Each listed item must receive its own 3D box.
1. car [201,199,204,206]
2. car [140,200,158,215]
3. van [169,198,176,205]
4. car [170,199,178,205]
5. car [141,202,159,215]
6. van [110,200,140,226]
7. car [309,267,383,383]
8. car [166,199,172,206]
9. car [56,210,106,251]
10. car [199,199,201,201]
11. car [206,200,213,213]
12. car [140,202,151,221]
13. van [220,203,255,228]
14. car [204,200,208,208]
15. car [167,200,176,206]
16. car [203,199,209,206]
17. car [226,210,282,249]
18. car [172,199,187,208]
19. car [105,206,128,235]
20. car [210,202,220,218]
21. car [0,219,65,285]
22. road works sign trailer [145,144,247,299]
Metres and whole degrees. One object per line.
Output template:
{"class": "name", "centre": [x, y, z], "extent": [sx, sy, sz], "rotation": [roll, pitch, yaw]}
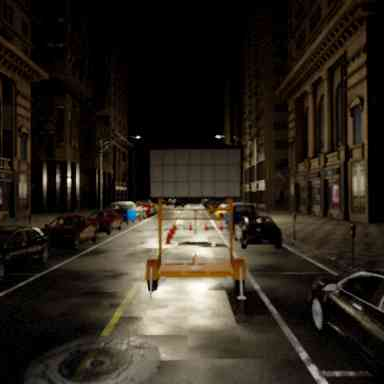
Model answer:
{"class": "car", "centre": [3.265, 2.402, 65.867], "extent": [1.947, 1.339, 4.313], "rotation": [0, -1, 0]}
{"class": "car", "centre": [-5.460, 1.830, 37.826], "extent": [2.192, 1.841, 5.009], "rotation": [0, -1, 0]}
{"class": "van", "centre": [-5.102, 2.525, 88.386], "extent": [1.690, 1.788, 3.998], "rotation": [0, -1, 0]}
{"class": "car", "centre": [-5.061, 2.804, 94.001], "extent": [1.887, 1.381, 4.507], "rotation": [0, -1, 0]}
{"class": "car", "centre": [-5.420, 2.110, 43.272], "extent": [1.752, 1.417, 4.829], "rotation": [0, -1, 0]}
{"class": "van", "centre": [-5.540, 1.712, 26.590], "extent": [1.690, 1.788, 3.998], "rotation": [0, -1, 0]}
{"class": "car", "centre": [2.827, 1.588, 4.067], "extent": [2.008, 1.369, 4.403], "rotation": [0, -1, 0]}
{"class": "car", "centre": [-5.180, 2.615, 77.147], "extent": [1.802, 1.307, 4.206], "rotation": [0, -1, 0]}
{"class": "car", "centre": [-5.618, 1.771, 15.352], "extent": [1.887, 1.381, 4.507], "rotation": [0, -1, 0]}
{"class": "car", "centre": [3.344, 2.427, 77.104], "extent": [1.967, 1.590, 4.097], "rotation": [0, -1, 0]}
{"class": "car", "centre": [3.106, 2.122, 43.394], "extent": [1.802, 1.307, 4.206], "rotation": [0, -1, 0]}
{"class": "car", "centre": [-5.499, 1.994, 32.205], "extent": [2.008, 1.369, 4.403], "rotation": [0, -1, 0]}
{"class": "van", "centre": [2.945, 1.593, 20.924], "extent": [1.690, 1.788, 3.998], "rotation": [0, -1, 0]}
{"class": "car", "centre": [3.146, 2.195, 49.011], "extent": [1.802, 1.307, 4.206], "rotation": [0, -1, 0]}
{"class": "car", "centre": [-5.140, 2.674, 82.765], "extent": [1.947, 1.339, 4.313], "rotation": [0, -1, 0]}
{"class": "car", "centre": [3.186, 2.214, 54.800], "extent": [1.752, 1.417, 4.829], "rotation": [0, -1, 0]}
{"class": "car", "centre": [2.907, 1.731, 15.303], "extent": [2.008, 1.369, 4.403], "rotation": [0, -1, 0]}
{"class": "car", "centre": [-2.484, 2.371, 67.839], "extent": [1.882, 1.535, 5.008], "rotation": [0, -1, 0]}
{"class": "car", "centre": [-5.578, 1.843, 20.970], "extent": [1.887, 1.381, 4.507], "rotation": [0, -1, 0]}
{"class": "car", "centre": [3.027, 1.924, 32.328], "extent": [1.752, 1.417, 4.829], "rotation": [0, -1, 0]}
{"class": "car", "centre": [-5.658, 1.706, 9.740], "extent": [2.008, 1.369, 4.403], "rotation": [0, -1, 0]}
{"class": "road works sign trailer", "centre": [0.091, 0.575, 8.704], "extent": [2.380, 3.560, 2.880], "rotation": [0, -1, 0]}
